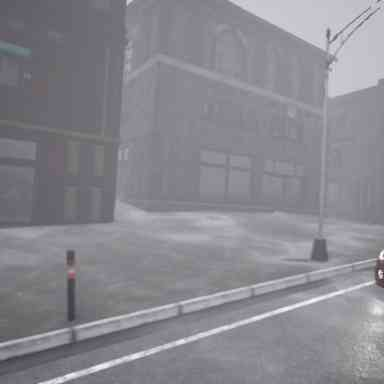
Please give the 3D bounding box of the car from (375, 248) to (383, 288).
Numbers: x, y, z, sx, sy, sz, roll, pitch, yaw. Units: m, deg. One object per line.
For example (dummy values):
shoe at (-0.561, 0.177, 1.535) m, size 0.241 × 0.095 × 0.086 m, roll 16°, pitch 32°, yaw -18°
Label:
car at (6.308, 1.376, 7.804) m, size 4.553 × 1.767 × 2.097 m, roll 1°, pitch 0°, yaw -35°
